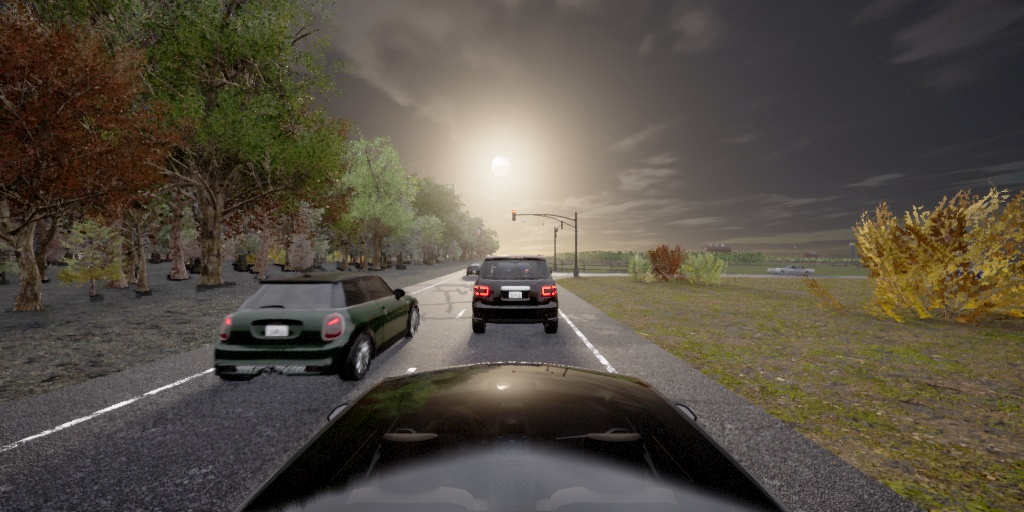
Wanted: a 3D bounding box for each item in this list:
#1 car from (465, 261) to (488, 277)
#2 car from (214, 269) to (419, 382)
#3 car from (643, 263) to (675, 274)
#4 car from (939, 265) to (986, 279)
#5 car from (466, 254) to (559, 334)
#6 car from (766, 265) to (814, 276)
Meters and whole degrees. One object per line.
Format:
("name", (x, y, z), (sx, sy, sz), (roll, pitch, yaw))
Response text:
("car", (-3.473, 1.282, 35.914), (1.812, 1.442, 4.674), (0, 0, 0))
("car", (-3.412, 1.104, 7.320), (2.097, 1.767, 4.553), (0, 0, 0))
("car", (17.630, 1.527, 44.192), (4.674, 1.442, 1.812), (1, -1, 1))
("car", (50.293, 1.775, 40.462), (5.008, 1.535, 1.882), (1, -1, 1))
("car", (0.078, 0.974, 10.813), (2.150, 2.045, 5.566), (0, 0, 0))
("car", (34.162, 1.782, 44.125), (4.718, 1.301, 1.895), (1, -1, 0))
